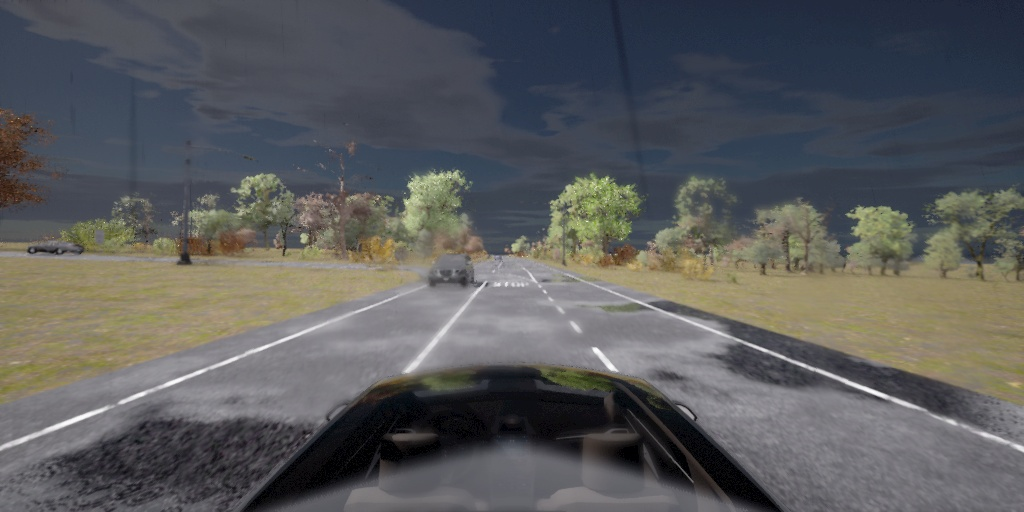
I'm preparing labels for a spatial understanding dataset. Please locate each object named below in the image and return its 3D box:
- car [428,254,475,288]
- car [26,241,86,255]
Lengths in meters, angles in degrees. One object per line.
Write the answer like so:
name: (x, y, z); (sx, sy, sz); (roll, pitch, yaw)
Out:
car: (-3.543, 0.871, 21.990); (2.150, 2.045, 5.566); (0, 0, 0)
car: (-49.421, -0.860, 38.888); (4.902, 1.511, 2.128); (2, 0, 0)
